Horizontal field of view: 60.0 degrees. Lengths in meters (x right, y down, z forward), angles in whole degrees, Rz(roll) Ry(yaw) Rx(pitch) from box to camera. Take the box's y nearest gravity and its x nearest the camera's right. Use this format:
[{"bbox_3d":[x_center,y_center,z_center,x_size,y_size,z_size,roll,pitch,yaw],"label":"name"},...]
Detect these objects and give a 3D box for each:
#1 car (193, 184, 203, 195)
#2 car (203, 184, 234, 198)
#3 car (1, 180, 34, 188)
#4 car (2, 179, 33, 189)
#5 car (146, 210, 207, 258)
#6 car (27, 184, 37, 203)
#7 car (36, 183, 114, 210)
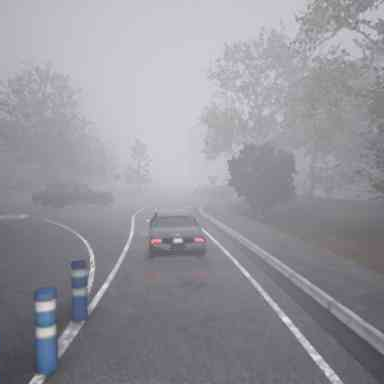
[{"bbox_3d":[1.418,-0.346,43.228,1.994,1.385,4.181,1,4,13],"label":"car"},{"bbox_3d":[3.461,-0.109,38.910,2.033,1.411,5.357,1,4,24],"label":"car"},{"bbox_3d":[-32.064,-1.498,61.106,2.128,1.511,4.902,3,4,43],"label":"car"},{"bbox_3d":[-30.231,-1.422,58.244,2.097,1.767,4.553,3,4,38],"label":"car"},{"bbox_3d":[-0.652,1.339,11.902,2.033,1.411,5.357,0,2,-6],"label":"car"},{"bbox_3d":[-11.391,0.381,29.353,5.008,1.535,1.882,-1,4,-13],"label":"car"},{"bbox_3d":[-9.132,0.272,26.826,5.566,2.045,2.150,-2,4,-17],"label":"car"}]
